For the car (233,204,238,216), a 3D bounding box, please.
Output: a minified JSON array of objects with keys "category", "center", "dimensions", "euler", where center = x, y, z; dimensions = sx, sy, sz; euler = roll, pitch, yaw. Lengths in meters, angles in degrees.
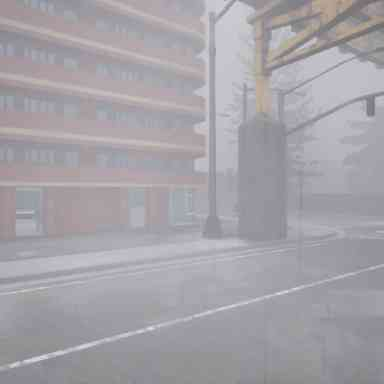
[{"category":"car","center":[5.738,1.510,29.265],"dimensions":[2.128,1.511,4.902],"euler":[0,0,-35]}]
